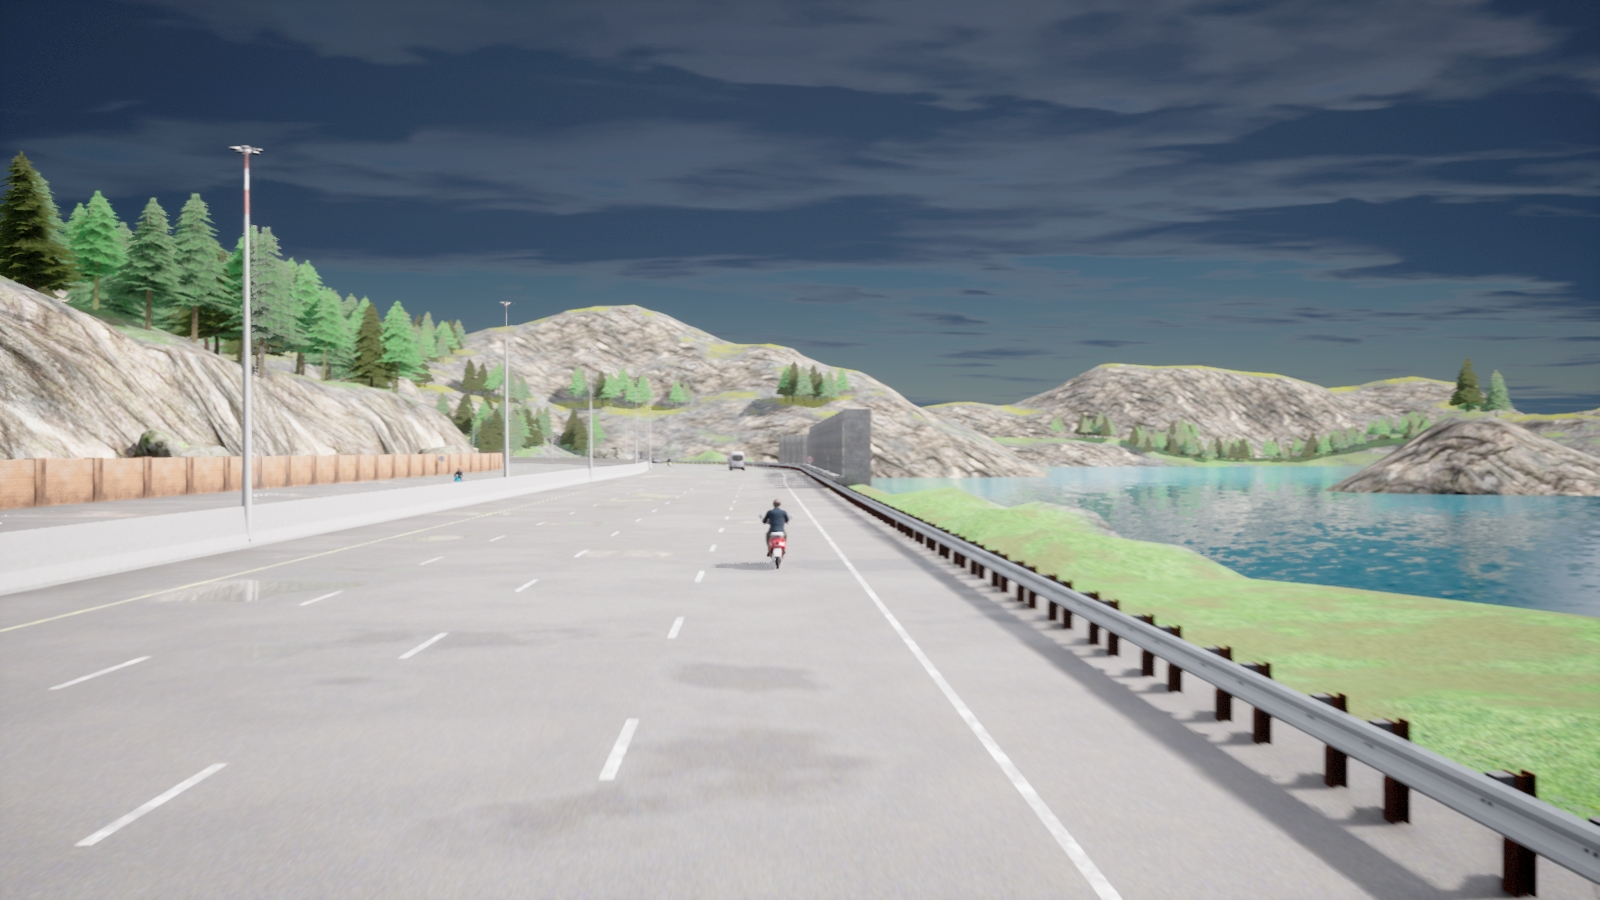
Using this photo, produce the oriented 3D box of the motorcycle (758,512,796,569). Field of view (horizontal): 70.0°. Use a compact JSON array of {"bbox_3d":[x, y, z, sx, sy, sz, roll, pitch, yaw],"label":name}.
[{"bbox_3d":[-0.572,2.178,27.717,0.856,1.236,1.805,0,0,-3],"label":"motorcycle"}]
